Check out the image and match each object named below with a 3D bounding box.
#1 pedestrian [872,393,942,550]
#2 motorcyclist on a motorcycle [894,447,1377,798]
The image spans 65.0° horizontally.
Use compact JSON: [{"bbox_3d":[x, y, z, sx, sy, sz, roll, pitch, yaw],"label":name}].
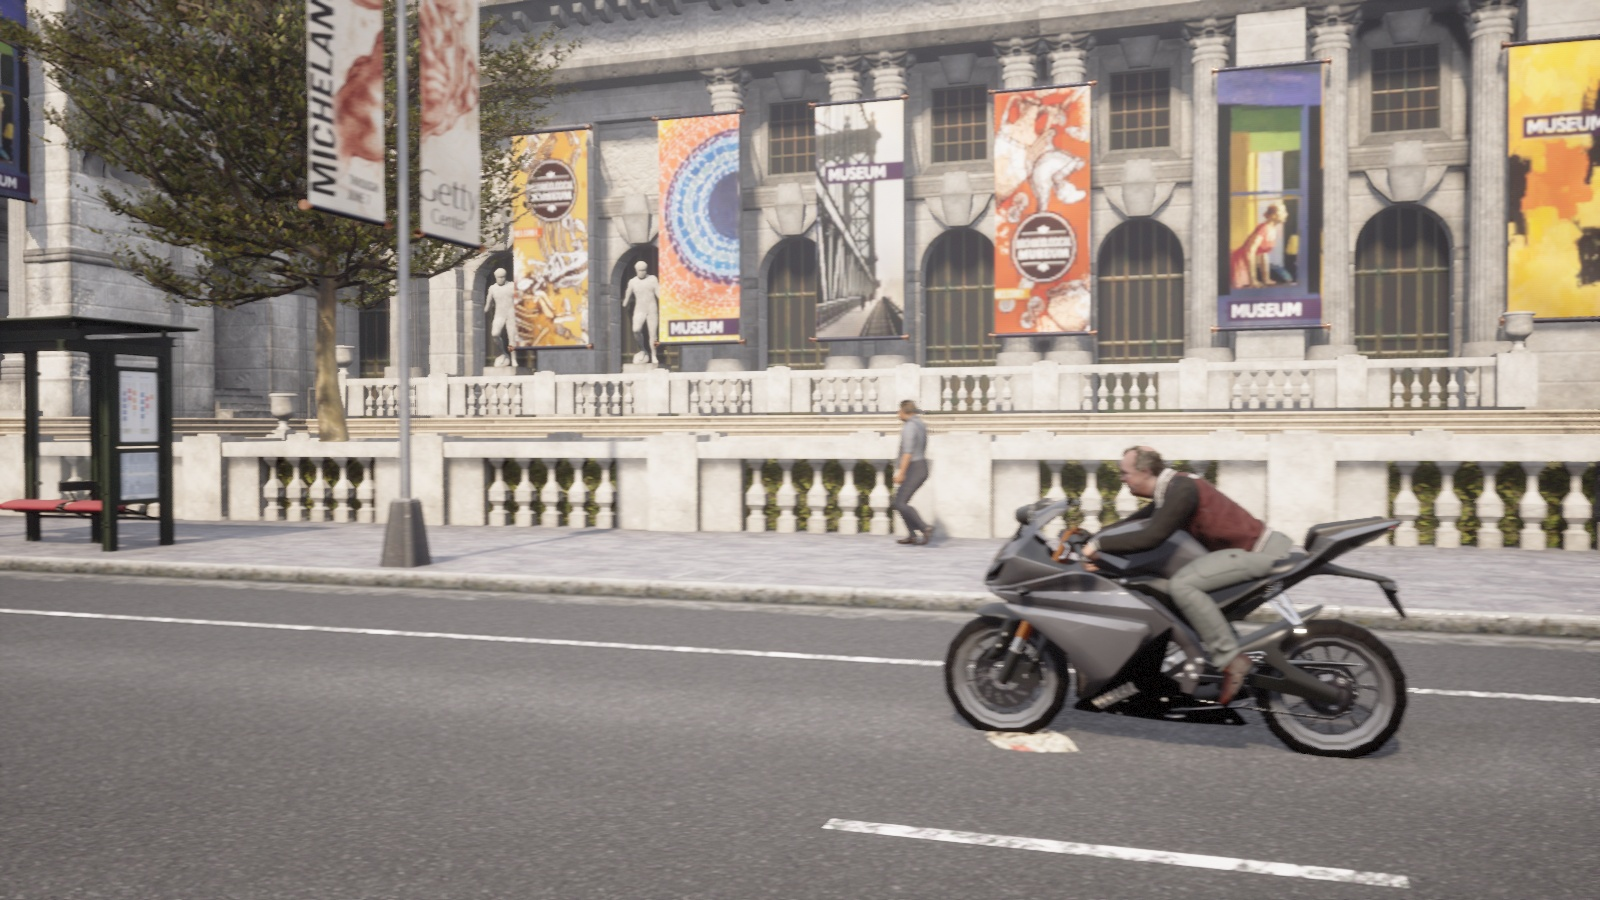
[{"bbox_3d":[1.290,0.246,15.106,0.694,1.848,0.540,1,1,25],"label":"pedestrian"},{"bbox_3d":[1.652,0.765,6.330,2.191,1.530,0.866,1,1,19],"label":"motorcyclist on a motorcycle"}]
